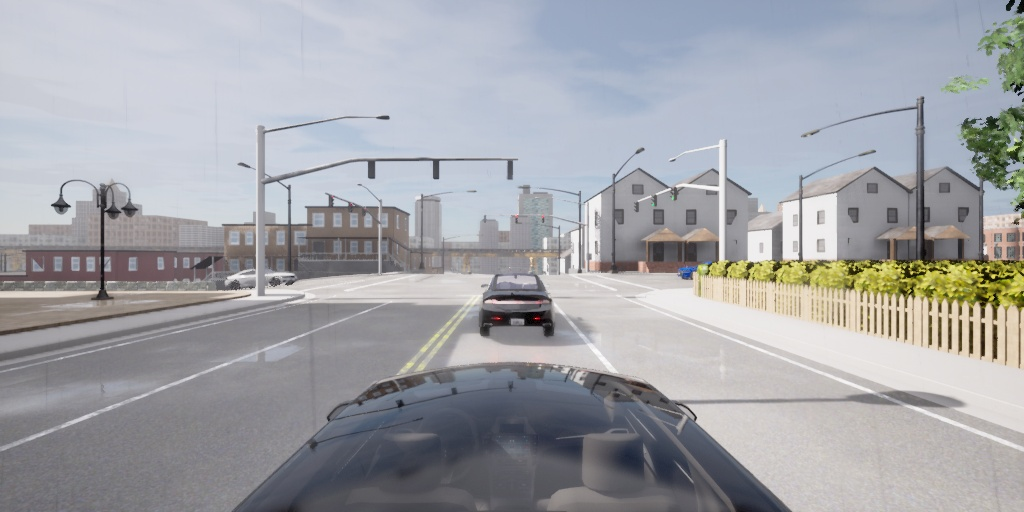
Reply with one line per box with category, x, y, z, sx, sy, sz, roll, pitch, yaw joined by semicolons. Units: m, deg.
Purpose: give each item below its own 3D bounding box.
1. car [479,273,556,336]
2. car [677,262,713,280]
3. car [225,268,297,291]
car;0.114;1.241;10.332;2.128;1.511;4.902;0;0;0
car;16.655;1.227;30.377;5.008;1.535;1.882;0;0;-1
car;-18.301;1.625;26.211;4.674;1.442;1.812;-5;0;0
